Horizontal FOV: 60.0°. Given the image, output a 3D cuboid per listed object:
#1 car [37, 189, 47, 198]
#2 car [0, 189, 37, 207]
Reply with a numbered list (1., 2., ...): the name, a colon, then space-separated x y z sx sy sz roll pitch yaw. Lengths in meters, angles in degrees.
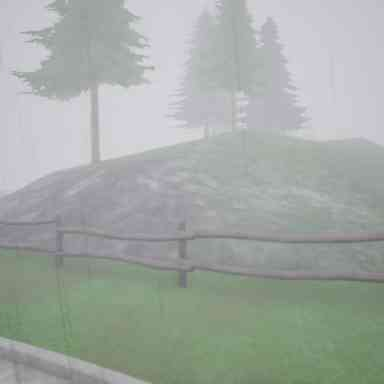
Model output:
1. car: -27.733 0.219 56.910 1.882 1.535 5.008 0 2 15
2. car: -19.081 0.716 34.906 1.882 1.535 5.008 0 2 15
